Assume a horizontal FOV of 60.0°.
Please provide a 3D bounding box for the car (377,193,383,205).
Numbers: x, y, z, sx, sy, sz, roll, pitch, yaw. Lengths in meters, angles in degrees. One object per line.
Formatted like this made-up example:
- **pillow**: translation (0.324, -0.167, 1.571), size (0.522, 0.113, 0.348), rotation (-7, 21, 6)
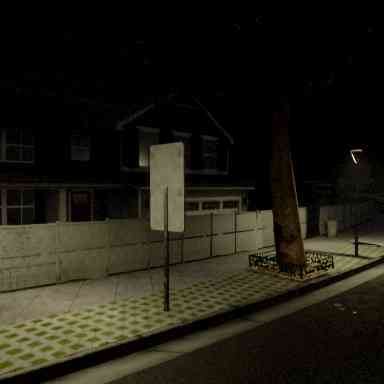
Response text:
- **car**: translation (32.807, 1.214, 55.516), size (2.150, 2.045, 5.566), rotation (0, 0, 12)
